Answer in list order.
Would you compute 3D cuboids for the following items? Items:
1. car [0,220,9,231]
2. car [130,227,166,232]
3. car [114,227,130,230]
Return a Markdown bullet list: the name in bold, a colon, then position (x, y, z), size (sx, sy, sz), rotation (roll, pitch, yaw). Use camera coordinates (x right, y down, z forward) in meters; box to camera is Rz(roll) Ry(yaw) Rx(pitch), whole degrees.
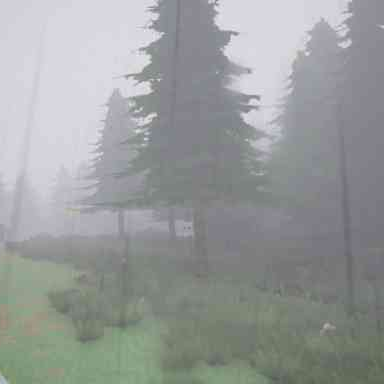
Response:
- **car**: position (-11.729, 1.974, 18.193), size (2.097, 1.767, 4.553), rotation (-2, -4, -13)
- **car**: position (-5.210, 5.310, 43.315), size (1.882, 1.535, 5.008), rotation (-7, -11, 38)
- **car**: position (-9.501, 5.322, 43.086), size (1.837, 1.490, 4.892), rotation (-7, -11, 35)
